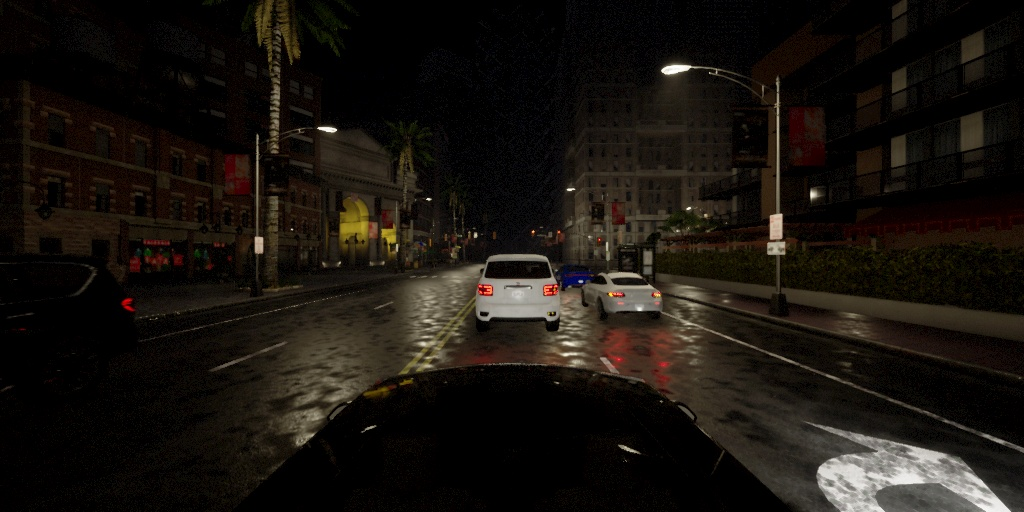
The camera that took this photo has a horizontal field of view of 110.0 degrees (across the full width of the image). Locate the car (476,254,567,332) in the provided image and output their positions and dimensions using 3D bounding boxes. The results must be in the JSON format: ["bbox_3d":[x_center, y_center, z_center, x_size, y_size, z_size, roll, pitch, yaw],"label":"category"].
[{"bbox_3d":[0.157,0.972,11.063,2.150,2.045,5.566,0,0,0],"label":"car"}]

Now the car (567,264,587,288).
[{"bbox_3d":[3.721,1.228,21.789,1.882,1.535,5.008,0,0,0],"label":"car"}]

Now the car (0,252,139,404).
[{"bbox_3d":[-7.095,0.971,3.394,2.150,2.045,5.566,0,0,0],"label":"car"}]

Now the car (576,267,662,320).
[{"bbox_3d":[3.669,1.276,12.575,1.812,1.442,4.674,0,0,0],"label":"car"}]
